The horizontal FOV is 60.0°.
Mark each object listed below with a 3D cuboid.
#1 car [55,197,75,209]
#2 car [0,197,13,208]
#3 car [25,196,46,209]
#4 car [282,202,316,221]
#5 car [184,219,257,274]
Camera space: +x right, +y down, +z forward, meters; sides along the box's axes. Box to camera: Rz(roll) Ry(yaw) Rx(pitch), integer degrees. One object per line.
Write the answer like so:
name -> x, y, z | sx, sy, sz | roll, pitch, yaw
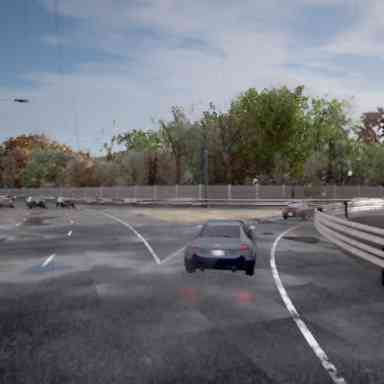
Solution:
car -> -17.686, 1.496, 46.243 | 1.837, 1.490, 4.892 | 0, 0, -32
car -> -26.172, 1.483, 46.390 | 2.128, 1.511, 4.902 | 0, 0, -34
car -> -21.651, 1.343, 45.919 | 2.097, 1.767, 4.553 | 0, 0, -33
car -> 9.052, 1.520, 27.440 | 1.812, 1.442, 4.674 | 0, 0, 39
car -> 1.058, 1.562, 10.670 | 1.994, 1.385, 4.181 | 0, 0, 11
